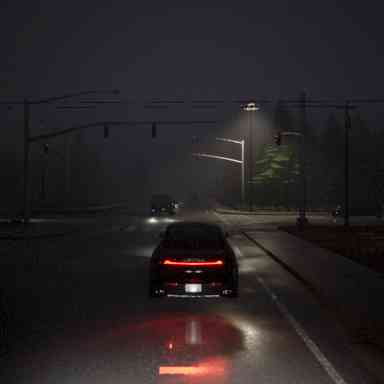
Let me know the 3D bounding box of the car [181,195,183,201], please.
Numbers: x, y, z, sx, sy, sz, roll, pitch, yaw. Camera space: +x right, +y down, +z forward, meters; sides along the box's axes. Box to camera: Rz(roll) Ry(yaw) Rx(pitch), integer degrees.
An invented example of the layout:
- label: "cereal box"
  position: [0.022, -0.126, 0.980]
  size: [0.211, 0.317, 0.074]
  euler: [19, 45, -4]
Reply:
- label: "car"
  position: [-3.074, 1.381, 77.208]
  size: [1.895, 1.301, 4.718]
  euler: [0, 0, 2]

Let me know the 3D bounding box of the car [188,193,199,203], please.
- label: "car"
  position: [0.301, 1.224, 70.535]
  size: [2.150, 2.045, 5.566]
  euler: [0, 0, 2]

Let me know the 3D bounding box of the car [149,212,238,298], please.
- label: "car"
  position: [0.048, 1.501, 8.502]
  size: [1.837, 1.490, 4.892]
  euler: [0, 0, 1]

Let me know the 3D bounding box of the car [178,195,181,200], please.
- label: "car"
  position: [-3.508, 1.507, 61.469]
  size: [1.837, 1.490, 4.892]
  euler: [0, -1, 1]

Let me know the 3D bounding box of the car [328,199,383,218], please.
- label: "car"
  position: [14.588, 1.379, 29.638]
  size: [4.553, 1.767, 2.097]
  euler: [0, 0, 1]

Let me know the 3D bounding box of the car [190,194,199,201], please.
- label: "car"
  position: [0.574, 1.355, 80.928]
  size: [2.097, 1.767, 4.553]
  euler: [0, 0, 2]

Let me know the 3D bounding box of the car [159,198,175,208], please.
- label: "car"
  position: [-3.590, 1.564, 48.031]
  size: [1.994, 1.385, 4.181]
  euler: [0, 0, 0]

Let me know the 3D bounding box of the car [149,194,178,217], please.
- label: "car"
  position: [-3.065, 1.234, 32.531]
  size: [2.150, 2.045, 5.566]
  euler: [0, 0, -11]
